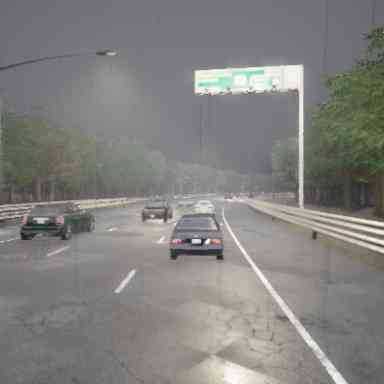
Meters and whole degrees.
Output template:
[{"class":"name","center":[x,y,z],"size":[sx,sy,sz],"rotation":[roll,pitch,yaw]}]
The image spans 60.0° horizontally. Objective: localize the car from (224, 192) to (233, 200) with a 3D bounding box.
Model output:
[{"class":"car","center":[10.525,1.144,94.855],"size":[2.150,2.045,5.566],"rotation":[0,0,13]}]

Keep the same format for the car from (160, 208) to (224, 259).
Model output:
[{"class":"car","center":[0.214,1.545,12.630],"size":[2.033,1.411,5.357],"rotation":[0,0,2]}]

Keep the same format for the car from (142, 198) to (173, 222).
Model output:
[{"class":"car","center":[-2.594,1.477,25.705],"size":[2.128,1.511,4.902],"rotation":[0,0,4]}]

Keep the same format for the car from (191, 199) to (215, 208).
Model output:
[{"class":"car","center":[1.191,1.516,31.145],"size":[1.812,1.442,4.674],"rotation":[0,0,4]}]

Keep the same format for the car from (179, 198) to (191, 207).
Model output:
[{"class":"car","center":[-0.688,1.573,48.999],"size":[1.895,1.301,4.718],"rotation":[0,0,7]}]

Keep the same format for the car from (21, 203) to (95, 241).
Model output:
[{"class":"car","center":[-6.557,1.331,16.805],"size":[2.097,1.767,4.553],"rotation":[1,0,2]}]
